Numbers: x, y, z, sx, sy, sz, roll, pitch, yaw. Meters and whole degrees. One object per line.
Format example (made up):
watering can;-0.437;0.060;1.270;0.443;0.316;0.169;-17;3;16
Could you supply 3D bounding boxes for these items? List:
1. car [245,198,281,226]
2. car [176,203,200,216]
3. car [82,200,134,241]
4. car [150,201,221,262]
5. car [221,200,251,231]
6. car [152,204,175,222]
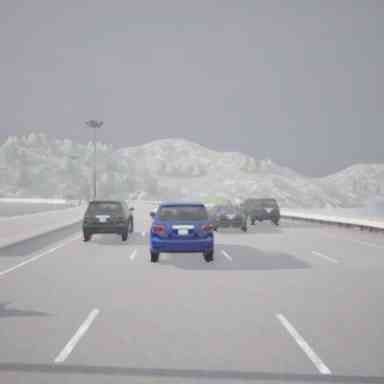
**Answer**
car;5.132;1.491;26.406;2.150;2.045;5.566;0;-1;-8
car;-0.559;1.979;38.407;1.994;1.385;4.181;0;-1;-12
car;-4.441;1.431;18.208;2.150;2.045;5.566;0;-1;-6
car;-0.466;1.363;12.990;2.150;2.045;5.566;0;-1;-4
car;2.117;1.585;22.164;2.097;1.767;4.553;0;-1;-6
car;-2.734;1.869;31.161;1.812;1.442;4.674;0;-1;-10
